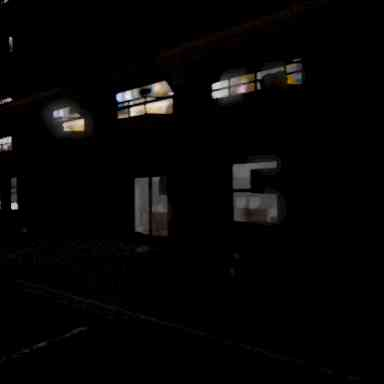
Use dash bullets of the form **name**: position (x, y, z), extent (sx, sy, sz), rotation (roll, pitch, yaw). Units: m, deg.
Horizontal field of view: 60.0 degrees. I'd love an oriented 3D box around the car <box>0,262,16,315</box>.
- **car**: position (-5.038, 1.596, 6.326), extent (4.313, 1.339, 1.947), rotation (0, -1, 36)
